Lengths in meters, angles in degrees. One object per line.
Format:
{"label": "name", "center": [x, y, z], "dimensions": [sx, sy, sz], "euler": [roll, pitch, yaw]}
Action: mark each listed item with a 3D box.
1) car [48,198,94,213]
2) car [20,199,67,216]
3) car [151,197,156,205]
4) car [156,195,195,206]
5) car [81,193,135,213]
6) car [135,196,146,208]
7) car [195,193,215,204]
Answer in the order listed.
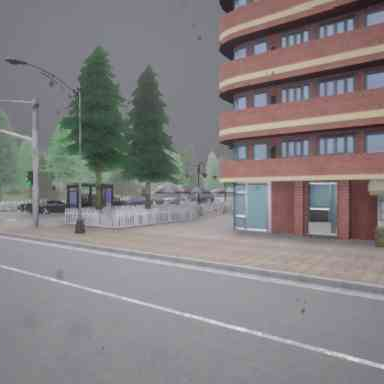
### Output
{"label": "car", "center": [-13.574, 1.455, 37.588], "dimensions": [1.812, 1.442, 4.674], "euler": [0, 0, 36]}
{"label": "car", "center": [-13.216, 1.436, 31.727], "dimensions": [1.837, 1.490, 4.892], "euler": [0, 0, 35]}
{"label": "car", "center": [-6.322, 1.454, 52.743], "dimensions": [1.812, 1.442, 4.674], "euler": [0, 0, 42]}
{"label": "car", "center": [-2.565, 1.477, 51.949], "dimensions": [5.357, 1.411, 2.033], "euler": [0, 0, -45]}
{"label": "car", "center": [-8.542, 1.154, 32.282], "dimensions": [2.150, 2.045, 5.566], "euler": [0, 0, 35]}
{"label": "car", "center": [-8.243, 1.282, 44.844], "dimensions": [2.097, 1.767, 4.553], "euler": [0, 0, 38]}
{"label": "car", "center": [1.543, 1.151, 59.692], "dimensions": [5.566, 2.045, 2.150], "euler": [0, 0, -34]}
